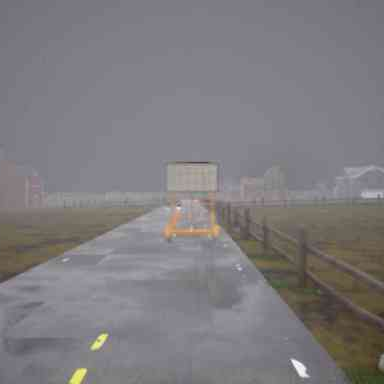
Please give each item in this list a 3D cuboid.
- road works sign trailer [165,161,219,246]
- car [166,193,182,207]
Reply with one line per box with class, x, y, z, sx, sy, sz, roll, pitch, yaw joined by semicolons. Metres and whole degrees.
road works sign trailer;0.001;0.422;15.084;2.380;3.560;2.880;0;0;0
car;-2.813;1.238;52.417;2.150;2.045;5.566;0;0;0
